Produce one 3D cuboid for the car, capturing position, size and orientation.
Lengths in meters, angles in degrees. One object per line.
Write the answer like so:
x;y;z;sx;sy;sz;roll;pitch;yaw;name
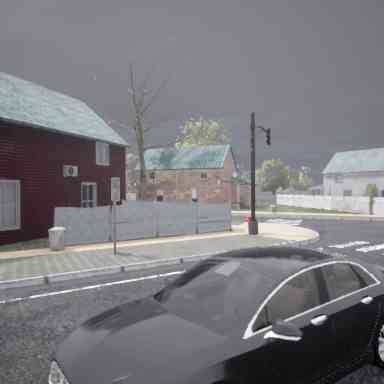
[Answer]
0.849;1.526;4.167;4.892;1.490;1.837;0;0;-35;car
